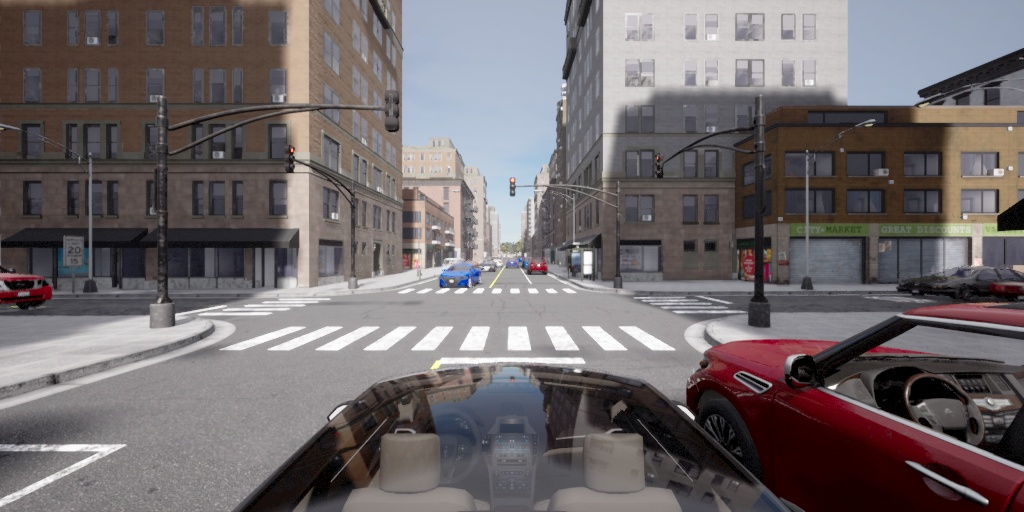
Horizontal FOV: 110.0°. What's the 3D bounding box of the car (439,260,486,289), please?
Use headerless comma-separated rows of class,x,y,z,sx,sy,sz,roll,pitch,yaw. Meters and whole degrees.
car,-3.265,1.225,23.514,1.882,1.535,5.008,0,0,7

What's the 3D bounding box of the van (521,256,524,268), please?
van,2.689,1.084,54.879,1.690,1.789,3.998,0,0,0

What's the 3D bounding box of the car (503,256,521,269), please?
car,0.048,1.094,57.998,2.097,1.767,4.553,0,0,1

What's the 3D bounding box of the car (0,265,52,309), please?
car,-20.669,1.054,13.159,5.566,2.045,2.150,0,0,0

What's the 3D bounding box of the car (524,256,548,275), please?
car,2.704,1.060,38.660,2.192,1.841,5.009,0,0,0

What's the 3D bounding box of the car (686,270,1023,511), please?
car,2.637,1.065,1.289,2.192,1.841,5.009,0,0,0

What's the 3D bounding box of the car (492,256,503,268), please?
car,-2.751,1.042,62.600,2.150,2.045,5.566,0,0,0

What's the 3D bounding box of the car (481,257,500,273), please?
car,-2.845,1.236,43.080,2.128,1.511,4.902,0,0,0

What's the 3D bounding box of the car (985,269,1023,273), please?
car,21.075,1.254,13.205,4.718,1.301,1.895,0,0,0

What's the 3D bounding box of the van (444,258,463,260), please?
van,-5.408,1.087,33.253,1.690,1.789,3.998,0,0,0

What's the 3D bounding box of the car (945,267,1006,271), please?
car,20.852,1.199,16.174,5.357,1.411,2.033,0,0,0
